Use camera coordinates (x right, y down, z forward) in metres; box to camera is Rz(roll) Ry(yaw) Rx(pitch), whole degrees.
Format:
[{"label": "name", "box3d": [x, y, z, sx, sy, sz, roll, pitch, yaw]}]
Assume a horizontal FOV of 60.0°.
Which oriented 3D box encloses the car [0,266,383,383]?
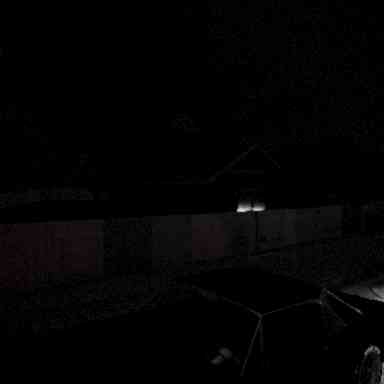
[{"label": "car", "box3d": [0.280, 1.607, 3.451, 4.718, 1.301, 1.895, 0, 0, -37]}]
